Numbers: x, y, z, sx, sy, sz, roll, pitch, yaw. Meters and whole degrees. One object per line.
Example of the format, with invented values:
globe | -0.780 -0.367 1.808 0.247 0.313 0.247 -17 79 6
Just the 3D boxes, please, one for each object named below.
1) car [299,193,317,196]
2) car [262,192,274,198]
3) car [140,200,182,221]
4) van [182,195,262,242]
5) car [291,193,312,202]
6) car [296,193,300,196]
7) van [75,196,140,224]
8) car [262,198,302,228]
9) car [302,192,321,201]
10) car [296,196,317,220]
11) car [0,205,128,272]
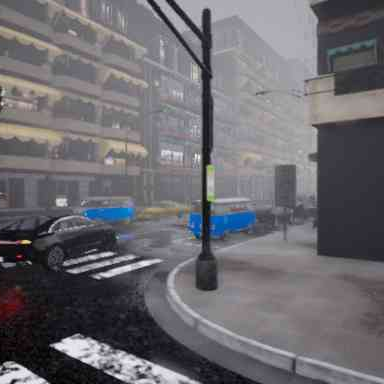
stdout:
car | 11.195 1.046 29.091 1.967 1.590 4.097 1 1 35
car | 7.584 1.069 38.522 2.008 1.369 4.403 1 1 35
car | -2.189 1.276 24.643 1.752 1.417 4.829 1 1 35
van | 1.520 1.178 15.350 1.690 1.788 3.998 1 1 35
car | 17.261 0.855 52.261 1.947 1.339 4.313 1 1 35
car | 10.972 1.105 33.304 2.033 1.411 5.357 0 1 35
van | -5.315 1.167 20.199 1.690 1.788 3.998 1 1 35
car | 4.744 1.311 19.934 2.008 1.369 4.403 1 1 35
car | 20.486 0.758 56.840 1.887 1.381 4.507 1 1 35
car | 7.969 1.249 24.514 1.947 1.339 4.313 1 1 35
car | -4.289 1.455 10.870 2.128 1.511 4.902 -1 1 16
